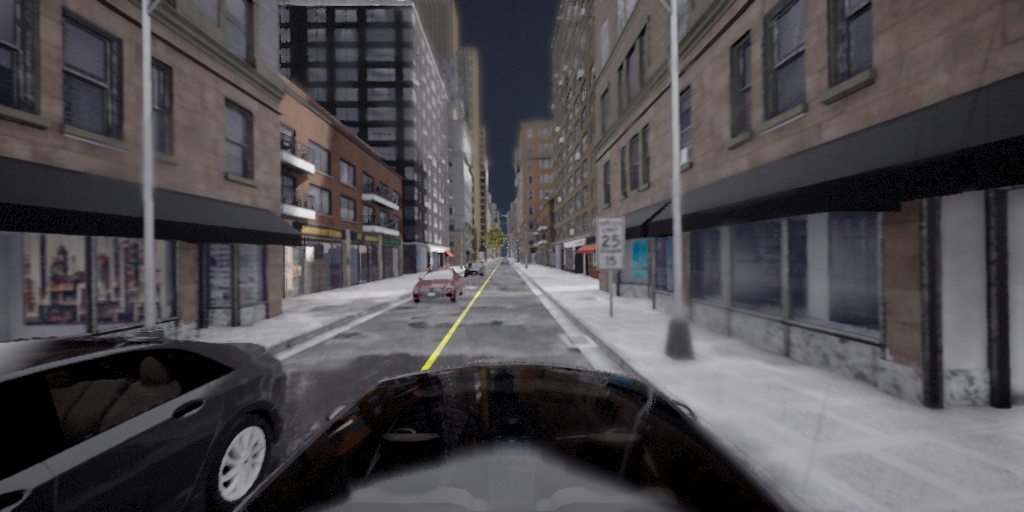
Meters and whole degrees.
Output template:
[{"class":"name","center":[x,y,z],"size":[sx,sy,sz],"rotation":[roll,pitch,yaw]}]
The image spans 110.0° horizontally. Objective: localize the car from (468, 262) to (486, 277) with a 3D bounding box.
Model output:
[{"class":"car","center":[-3.668,1.362,36.351],"size":[1.837,1.490,4.892],"rotation":[-1,0,-1]}]

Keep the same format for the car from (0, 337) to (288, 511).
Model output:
[{"class":"car","center":[-3.060,1.299,1.523],"size":[1.837,1.490,4.892],"rotation":[-1,0,-1]}]

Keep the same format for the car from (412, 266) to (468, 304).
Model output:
[{"class":"car","center":[-3.372,1.326,17.113],"size":[1.812,1.442,4.674],"rotation":[-1,0,-1]}]
